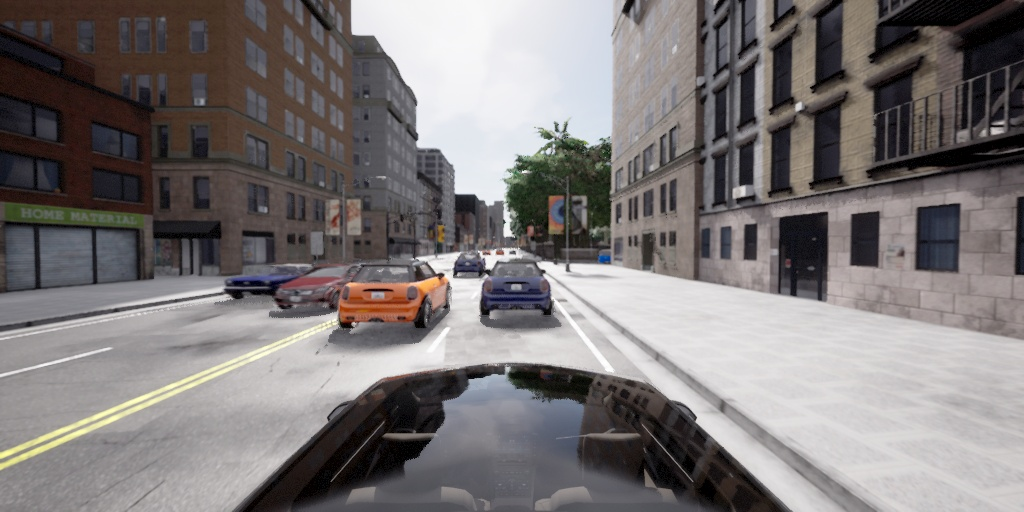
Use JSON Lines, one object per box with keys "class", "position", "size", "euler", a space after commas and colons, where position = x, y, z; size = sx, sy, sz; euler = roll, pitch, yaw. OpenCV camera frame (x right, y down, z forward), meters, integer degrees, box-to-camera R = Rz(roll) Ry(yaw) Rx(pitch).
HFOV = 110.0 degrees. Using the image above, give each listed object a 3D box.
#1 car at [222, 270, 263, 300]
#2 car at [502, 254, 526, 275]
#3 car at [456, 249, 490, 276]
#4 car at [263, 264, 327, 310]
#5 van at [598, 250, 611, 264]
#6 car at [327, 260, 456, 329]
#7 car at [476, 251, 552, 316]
{"class": "car", "position": [-9.823, 1.024, 15.478], "size": [1.895, 1.301, 4.718], "euler": [0, 1, 0]}
{"class": "car", "position": [0.149, 0.639, 28.530], "size": [1.812, 1.442, 4.674], "euler": [0, 1, 0]}
{"class": "car", "position": [-3.106, 0.498, 27.178], "size": [2.097, 1.767, 4.553], "euler": [0, 1, 0]}
{"class": "car", "position": [-6.578, 1.001, 13.255], "size": [1.812, 1.442, 4.674], "euler": [0, 1, 0]}
{"class": "van", "position": [12.236, 0.187, 42.465], "size": [3.998, 1.789, 1.690], "euler": [0, 0, 1]}
{"class": "car", "position": [-3.134, 0.893, 10.517], "size": [2.097, 1.767, 4.553], "euler": [0, 1, 0]}
{"class": "car", "position": [0.118, 0.853, 12.190], "size": [2.097, 1.767, 4.553], "euler": [0, 1, 0]}
